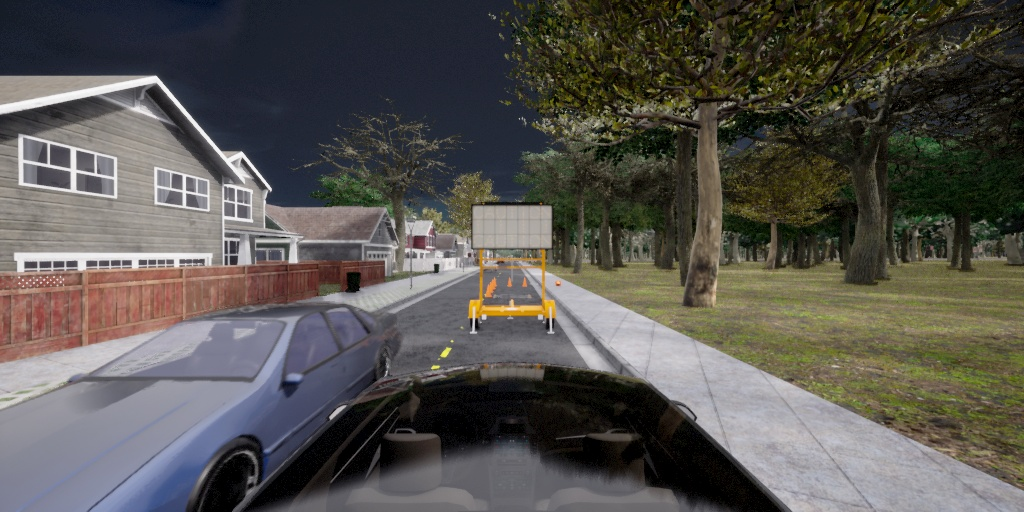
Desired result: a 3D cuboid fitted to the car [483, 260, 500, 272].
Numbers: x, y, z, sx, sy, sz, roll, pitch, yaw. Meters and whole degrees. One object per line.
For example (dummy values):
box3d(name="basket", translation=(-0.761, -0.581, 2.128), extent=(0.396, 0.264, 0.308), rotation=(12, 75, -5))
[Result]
box3d(name="car", translation=(-2.823, 1.364, 45.135), extent=(1.895, 1.301, 4.718), rotation=(0, 0, 0))

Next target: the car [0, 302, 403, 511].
box3d(name="car", translation=(-2.846, 1.297, 4.153), extent=(2.033, 1.411, 5.357), rotation=(0, 0, 0))

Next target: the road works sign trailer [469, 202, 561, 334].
box3d(name="road works sign trailer", translation=(0.008, 0.214, 10.633), extent=(2.380, 3.560, 2.880), rotation=(0, 0, 0))
